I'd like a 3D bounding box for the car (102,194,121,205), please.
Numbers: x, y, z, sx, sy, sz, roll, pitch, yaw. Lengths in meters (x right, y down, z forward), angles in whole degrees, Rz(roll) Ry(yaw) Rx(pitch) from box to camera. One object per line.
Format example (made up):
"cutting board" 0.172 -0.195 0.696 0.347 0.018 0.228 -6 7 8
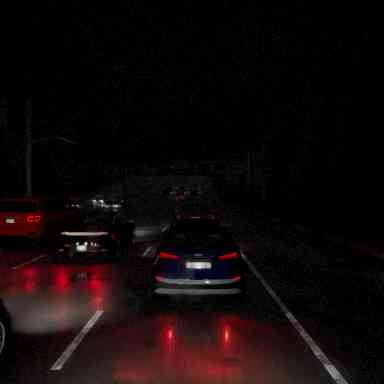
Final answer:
"car" -13.820 1.513 58.421 1.812 1.442 4.674 0 0 1

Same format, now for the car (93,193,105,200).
"car" -20.648 0.939 74.996 1.812 1.442 4.674 0 3 1

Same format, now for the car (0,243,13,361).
"car" -3.391 1.526 2.649 1.812 1.442 4.674 0 0 0

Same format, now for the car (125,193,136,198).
"car" -13.655 0.980 74.287 1.812 1.442 4.674 0 3 1

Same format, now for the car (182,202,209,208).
"car" 0.173 1.351 17.544 2.097 1.767 4.553 0 0 0

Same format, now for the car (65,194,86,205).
"car" -20.800 1.337 59.358 2.097 1.767 4.553 0 0 1

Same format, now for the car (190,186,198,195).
"car" 0.459 -0.043 85.707 1.994 1.385 4.181 0 7 1

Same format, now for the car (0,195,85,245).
"car" -6.868 1.220 15.560 2.150 2.045 5.566 0 0 3

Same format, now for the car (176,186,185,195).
"car" -3.045 -0.029 85.323 1.812 1.442 4.674 0 7 1

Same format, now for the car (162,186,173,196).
"car" -6.549 0.029 84.947 2.033 1.411 5.357 0 7 1

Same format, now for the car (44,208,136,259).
"car" -3.347 1.491 12.529 2.128 1.511 4.902 0 0 0

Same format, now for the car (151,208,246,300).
"car" 0.134 1.429 8.427 2.033 1.649 4.856 0 0 0
